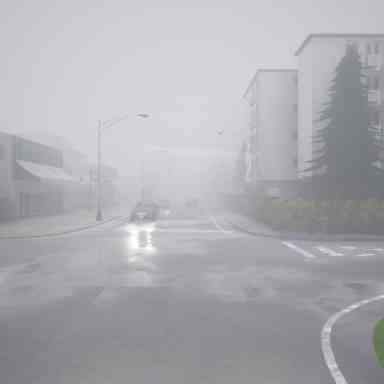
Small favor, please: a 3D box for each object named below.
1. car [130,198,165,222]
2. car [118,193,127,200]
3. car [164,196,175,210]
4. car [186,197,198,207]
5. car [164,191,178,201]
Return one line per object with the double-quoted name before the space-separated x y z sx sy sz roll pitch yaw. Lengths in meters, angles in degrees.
"car" -3.647 1.488 26.261 2.128 1.511 4.902 0 0 0
"car" -19.093 1.485 91.579 2.007 1.523 4.514 0 0 0
"car" -3.669 1.545 42.253 2.033 1.411 5.357 0 0 0
"car" 0.004 1.487 49.749 2.128 1.511 4.902 0 0 0
"car" -3.607 0.837 57.439 2.150 2.045 5.566 0 0 0
